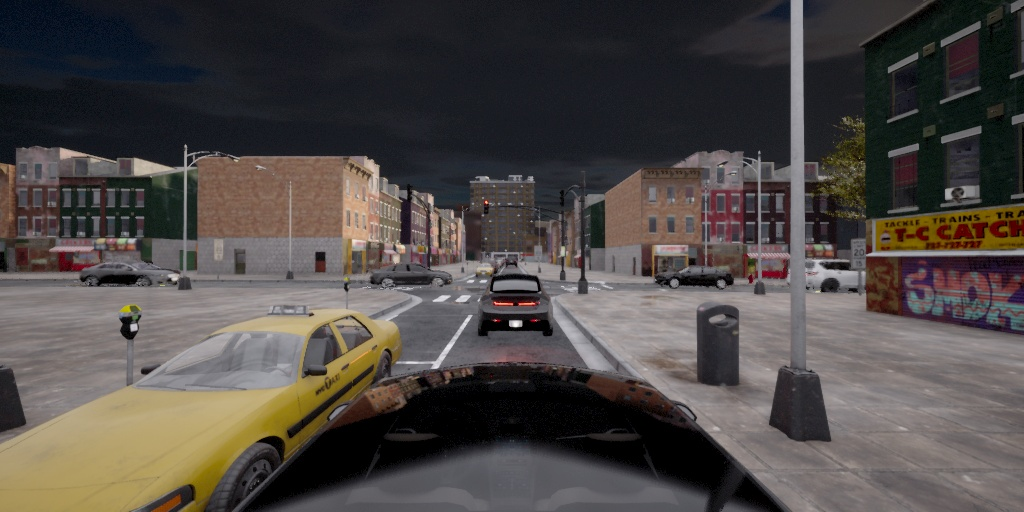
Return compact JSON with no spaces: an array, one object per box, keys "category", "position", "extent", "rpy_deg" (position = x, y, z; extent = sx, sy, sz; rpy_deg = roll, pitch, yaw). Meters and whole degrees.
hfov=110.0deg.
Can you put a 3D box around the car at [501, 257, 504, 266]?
[{"category":"car","position":[-2.723,1.358,63.173],"extent":[1.751,1.417,4.829],"rpy_deg":[0,0,0]}]

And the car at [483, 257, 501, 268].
[{"category":"car","position":[-2.693,1.100,41.568],"extent":[2.192,1.841,5.009],"rpy_deg":[0,0,0]}]

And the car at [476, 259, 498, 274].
[{"category":"car","position":[-2.685,1.302,35.955],"extent":[1.751,1.417,4.829],"rpy_deg":[0,0,0]}]

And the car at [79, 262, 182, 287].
[{"category":"car","position":[-22.391,1.091,21.190],"extent":[4.902,1.511,2.128],"rpy_deg":[0,0,0]}]

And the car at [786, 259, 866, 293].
[{"category":"car","position":[19.672,1.228,21.464],"extent":[5.566,2.045,2.150],"rpy_deg":[1,0,0]}]

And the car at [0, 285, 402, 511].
[{"category":"car","position":[-2.641,1.276,3.998],"extent":[1.751,1.417,4.829],"rpy_deg":[0,0,0]}]

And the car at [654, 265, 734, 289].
[{"category":"car","position":[12.255,1.393,24.366],"extent":[5.008,1.535,1.882],"rpy_deg":[1,0,0]}]

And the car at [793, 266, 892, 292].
[{"category":"car","position":[22.383,1.546,24.428],"extent":[5.008,1.535,1.882],"rpy_deg":[1,0,-1]}]

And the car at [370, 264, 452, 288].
[{"category":"car","position":[-6.211,1.226,22.280],"extent":[4.892,1.490,1.837],"rpy_deg":[0,0,-15]}]

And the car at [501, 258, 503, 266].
[{"category":"car","position":[-2.708,1.357,52.456],"extent":[2.007,1.370,4.403],"rpy_deg":[0,0,0]}]

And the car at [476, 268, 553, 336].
[{"category":"car","position":[0.084,1.257,10.381],"extent":[1.837,1.490,4.892],"rpy_deg":[0,0,0]}]
